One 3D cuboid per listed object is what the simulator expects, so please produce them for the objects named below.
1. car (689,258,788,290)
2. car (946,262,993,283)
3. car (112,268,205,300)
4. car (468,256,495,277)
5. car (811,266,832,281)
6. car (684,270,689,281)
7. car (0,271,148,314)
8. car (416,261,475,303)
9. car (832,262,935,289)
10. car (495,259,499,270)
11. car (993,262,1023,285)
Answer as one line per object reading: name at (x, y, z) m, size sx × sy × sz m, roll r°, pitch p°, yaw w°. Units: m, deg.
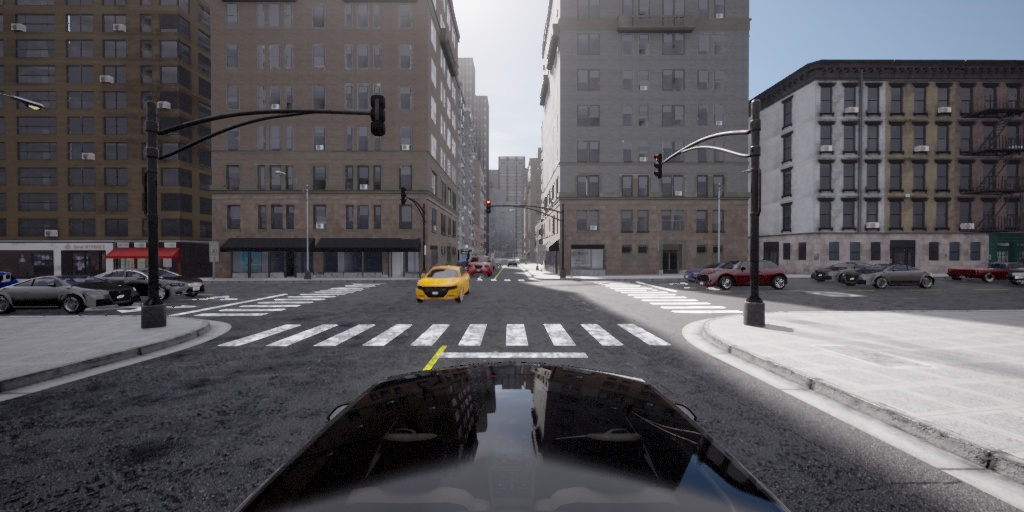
car at (13.349, 0.994, 21.048) m, size 4.553 × 1.767 × 2.097 m, roll 0°, pitch 1°, yaw -1°
car at (32.843, 1.073, 24.408) m, size 4.718 × 1.301 × 1.895 m, roll 0°, pitch 1°, yaw 0°
car at (-17.794, 1.335, 17.474) m, size 4.902 × 1.511 × 2.128 m, roll 0°, pitch 1°, yaw 1°
car at (-3.100, 0.977, 35.433) m, size 2.150 × 2.045 × 5.566 m, roll 0°, pitch 0°, yaw -1°
car at (22.923, 1.106, 24.375) m, size 4.181 × 1.385 × 1.994 m, roll 0°, pitch 1°, yaw -1°
car at (14.176, 1.127, 24.324) m, size 4.674 × 1.442 × 1.812 m, roll 0°, pitch 1°, yaw 0°
car at (-17.525, 1.441, 14.215) m, size 4.181 × 1.385 × 1.994 m, roll 0°, pitch 1°, yaw 0°
car at (-3.103, 1.212, 16.964) m, size 1.882 × 1.535 × 5.008 m, roll 0°, pitch 0°, yaw 0°
car at (21.992, 1.148, 21.115) m, size 4.181 × 1.385 × 1.994 m, roll 0°, pitch 1°, yaw -1°
car at (-3.120, 1.364, 49.044) m, size 1.895 × 1.301 × 4.718 m, roll 0°, pitch 0°, yaw 0°
car at (32.389, 1.002, 21.156) m, size 4.902 × 1.511 × 2.128 m, roll 0°, pitch 1°, yaw 0°
